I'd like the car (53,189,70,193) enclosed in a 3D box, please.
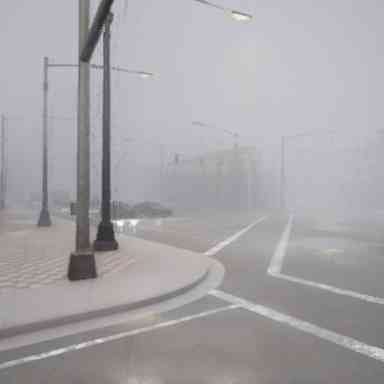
[{"bbox_3d":[-22.501,0.605,57.156,2.150,2.045,5.566,1,1,-35],"label":"car"}]

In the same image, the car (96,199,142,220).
[{"bbox_3d":[-6.439,1.600,28.957,1.994,1.385,4.181,0,0,-36],"label":"car"}]

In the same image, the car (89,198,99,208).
[{"bbox_3d":[-13.033,1.402,44.025,1.895,1.301,4.718,1,1,-36],"label":"car"}]

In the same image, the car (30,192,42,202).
[{"bbox_3d":[-25.687,0.822,55.579,1.882,1.535,5.008,1,1,-36],"label":"car"}]

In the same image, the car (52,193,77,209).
[{"bbox_3d":[-16.141,1.306,42.348,2.033,1.411,5.357,1,1,-36],"label":"car"}]

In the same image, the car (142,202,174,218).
[{"bbox_3d":[-3.845,1.605,31.358,2.033,1.411,5.357,1,0,-36],"label":"car"}]
